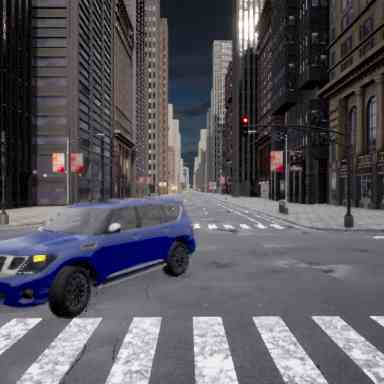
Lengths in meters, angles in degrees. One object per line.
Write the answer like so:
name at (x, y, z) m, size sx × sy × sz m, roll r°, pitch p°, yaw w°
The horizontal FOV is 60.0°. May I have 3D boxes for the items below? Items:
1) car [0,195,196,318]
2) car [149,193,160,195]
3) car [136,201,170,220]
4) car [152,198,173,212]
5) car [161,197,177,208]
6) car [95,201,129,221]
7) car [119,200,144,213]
car at (-2.043, 1.212, 8.001) m, size 2.150 × 2.045 × 5.566 m, roll -1°, pitch 0°, yaw 32°
car at (-6.639, 1.176, 57.874) m, size 2.150 × 2.045 × 5.566 m, roll 0°, pitch 0°, yaw 1°
car at (-3.362, 1.533, 29.511) m, size 2.033 × 1.411 × 5.357 m, roll 0°, pitch 0°, yaw 4°
car at (-3.398, 1.469, 39.250) m, size 2.128 × 1.511 × 4.902 m, roll 0°, pitch 0°, yaw 0°
car at (-3.420, 1.514, 49.802) m, size 2.033 × 1.411 × 5.357 m, roll 0°, pitch 0°, yaw 0°
car at (-6.635, 1.513, 28.077) m, size 1.812 × 1.442 × 4.674 m, roll 0°, pitch 0°, yaw 0°
car at (-6.649, 1.580, 37.185) m, size 1.895 × 1.301 × 4.718 m, roll 0°, pitch 0°, yaw 0°
